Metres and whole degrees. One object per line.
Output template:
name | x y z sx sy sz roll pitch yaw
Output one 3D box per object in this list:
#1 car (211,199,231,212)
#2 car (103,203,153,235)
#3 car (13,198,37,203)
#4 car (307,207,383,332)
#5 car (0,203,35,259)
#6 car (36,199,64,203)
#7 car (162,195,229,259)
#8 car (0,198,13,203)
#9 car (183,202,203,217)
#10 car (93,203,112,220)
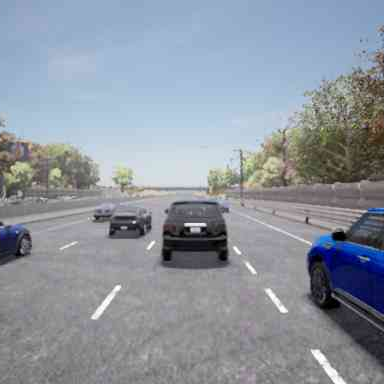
car | 3.488 1.608 41.338 2.033 1.411 5.357 0 0 0
car | -3.406 1.546 19.063 1.837 1.490 4.892 0 0 0
car | -21.089 1.610 43.825 1.837 1.490 4.892 0 -1 0
car | 3.540 1.173 4.747 2.150 2.045 5.566 0 0 0
car | -6.906 1.373 10.284 2.097 1.767 4.553 0 0 0
car | -17.599 1.648 43.115 2.033 1.411 5.357 0 0 0
car | 0.100 1.248 12.764 2.150 2.045 5.566 0 0 0
car | -24.582 1.600 45.457 2.128 1.511 4.902 0 0 0
car | 0.094 1.678 33.604 1.895 1.301 4.718 0 0 0
car | -6.906 1.612 28.457 2.033 1.411 5.357 0 0 0
